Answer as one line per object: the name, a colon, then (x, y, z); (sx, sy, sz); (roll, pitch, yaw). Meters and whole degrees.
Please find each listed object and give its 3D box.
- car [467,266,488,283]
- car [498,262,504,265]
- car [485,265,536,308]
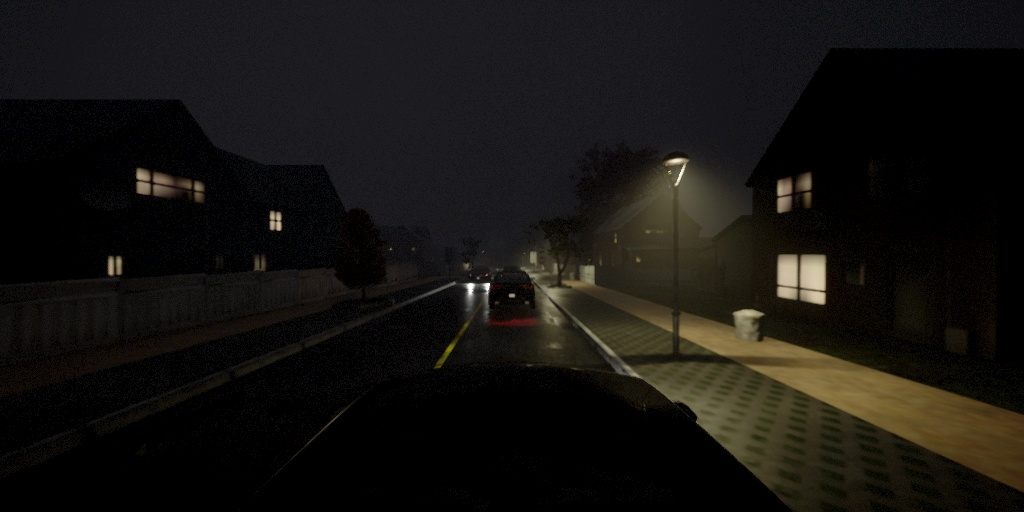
car: (-2.788, 1.592, 32.022); (1.812, 1.442, 4.674); (0, -1, 1)
car: (0.008, 1.554, 30.327); (1.837, 1.490, 4.892); (0, 0, 0)
car: (0.024, 1.371, 16.094); (1.882, 1.535, 5.008); (0, 0, 1)
